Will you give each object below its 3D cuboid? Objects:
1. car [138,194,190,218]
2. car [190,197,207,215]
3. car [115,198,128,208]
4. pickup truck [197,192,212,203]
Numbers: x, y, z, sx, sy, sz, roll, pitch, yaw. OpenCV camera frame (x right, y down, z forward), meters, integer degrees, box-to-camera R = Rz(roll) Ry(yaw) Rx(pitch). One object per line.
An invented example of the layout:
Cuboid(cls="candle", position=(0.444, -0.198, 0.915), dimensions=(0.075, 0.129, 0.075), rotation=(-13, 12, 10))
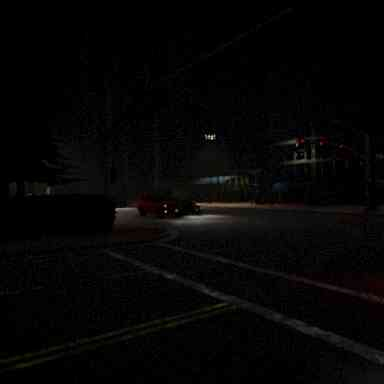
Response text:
Cuboid(cls="car", position=(-2.907, 1.190, 30.061), dimensions=(2.150, 2.045, 5.566), rotation=(0, 0, -36))
Cuboid(cls="car", position=(-0.958, 1.467, 33.332), dimensions=(1.837, 1.490, 4.892), rotation=(0, 0, -36))
Cuboid(cls="car", position=(-10.630, 1.527, 46.618), dimensions=(1.994, 1.385, 4.181), rotation=(0, 0, -36))
Cuboid(cls="pickup truck", position=(2.273, 0.980, 63.230), dimensions=(2.390, 2.098, 6.274), rotation=(0, 0, -6))
